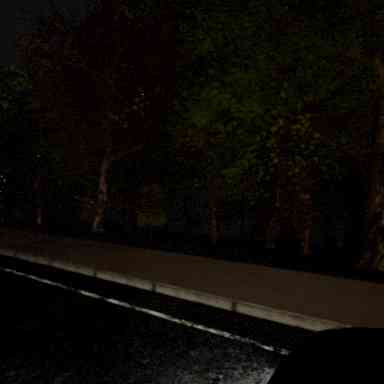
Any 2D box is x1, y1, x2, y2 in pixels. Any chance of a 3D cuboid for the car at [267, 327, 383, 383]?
[{"bbox_3d":[2.477,1.574,1.918,4.181,1.385,1.994,1,0,36],"label":"car"}]
